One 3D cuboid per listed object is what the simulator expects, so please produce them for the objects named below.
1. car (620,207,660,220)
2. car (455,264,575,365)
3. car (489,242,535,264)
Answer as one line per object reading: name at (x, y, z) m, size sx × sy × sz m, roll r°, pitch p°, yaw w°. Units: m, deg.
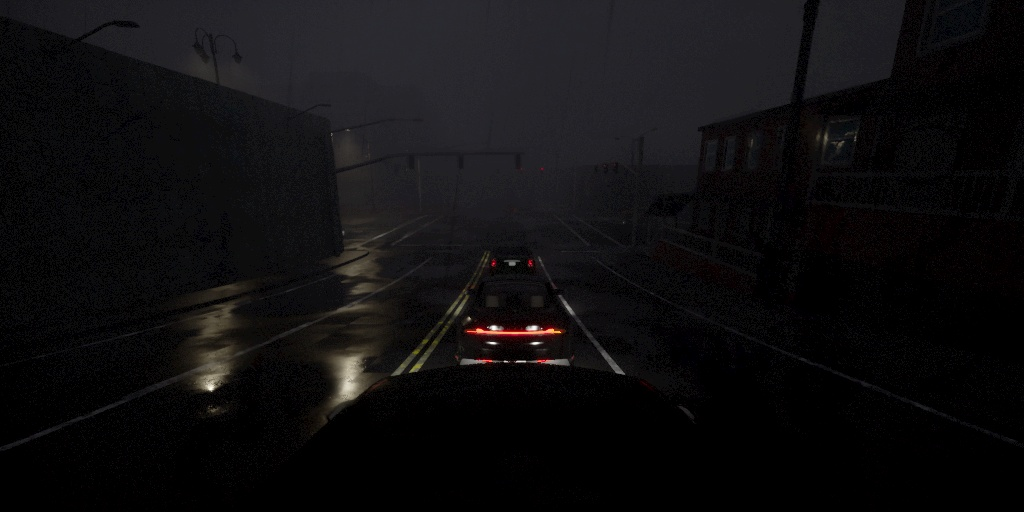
car at (16.445, -5.547, 46.057) m, size 5.008 × 1.535 × 1.882 m, roll 0°, pitch 12°, yaw 0°
car at (0.053, 1.122, 7.194) m, size 1.837 × 1.490 × 4.892 m, roll 0°, pitch 2°, yaw 0°
car at (0.017, 0.085, 17.445) m, size 2.097 × 1.767 × 4.553 m, roll 0°, pitch 7°, yaw 0°
